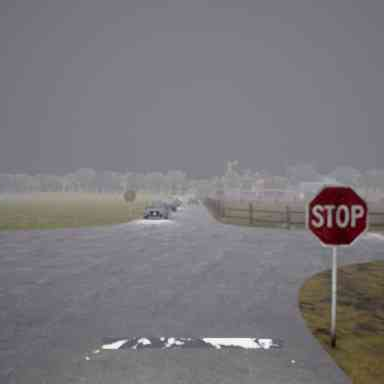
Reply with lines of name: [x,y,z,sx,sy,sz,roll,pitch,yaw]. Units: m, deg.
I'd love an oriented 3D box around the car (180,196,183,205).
car: [-2.734,1.537,48.717,1.994,1.385,4.181,0,0,0]

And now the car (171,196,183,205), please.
car: [-2.643,1.449,58.777,1.882,1.535,5.008,0,0,0]

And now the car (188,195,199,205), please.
car: [0.218,1.519,58.685,2.033,1.411,5.357,0,0,1]

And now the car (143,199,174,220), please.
car: [-2.879,1.543,28.118,1.994,1.385,4.181,0,0,2]

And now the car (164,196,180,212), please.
car: [-2.764,1.453,38.894,1.882,1.535,5.008,0,0,0]

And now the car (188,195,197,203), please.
car: [0.137,1.448,71.142,1.882,1.535,5.008,0,0,0]
